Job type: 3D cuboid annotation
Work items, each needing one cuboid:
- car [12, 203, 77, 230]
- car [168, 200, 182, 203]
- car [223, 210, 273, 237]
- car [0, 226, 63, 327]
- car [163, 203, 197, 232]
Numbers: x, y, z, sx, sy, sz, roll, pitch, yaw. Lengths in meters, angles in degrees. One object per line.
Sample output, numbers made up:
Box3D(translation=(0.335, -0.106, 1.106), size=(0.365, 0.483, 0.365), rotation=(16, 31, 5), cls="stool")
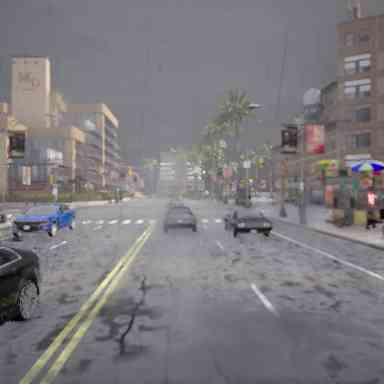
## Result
Box3D(translation=(-7.725, 1.365, 17.838), size=(1.882, 1.535, 5.008), rotation=(0, 0, -2), cls="car")
Box3D(translation=(-2.033, 1.626, 39.206), size=(2.033, 1.411, 5.357), rotation=(0, 0, -12), cls="car")
Box3D(translation=(2.867, 1.612, 18.165), size=(1.895, 1.301, 4.718), rotation=(0, 0, -2), cls="car")
Box3D(translation=(-3.738, 1.524, 4.464), size=(2.128, 1.511, 4.902), rotation=(0, 0, -2), cls="car")
Box3D(translation=(-0.751, 1.604, 20.713), size=(1.994, 1.385, 4.181), rotation=(0, 0, -2), cls="car")
